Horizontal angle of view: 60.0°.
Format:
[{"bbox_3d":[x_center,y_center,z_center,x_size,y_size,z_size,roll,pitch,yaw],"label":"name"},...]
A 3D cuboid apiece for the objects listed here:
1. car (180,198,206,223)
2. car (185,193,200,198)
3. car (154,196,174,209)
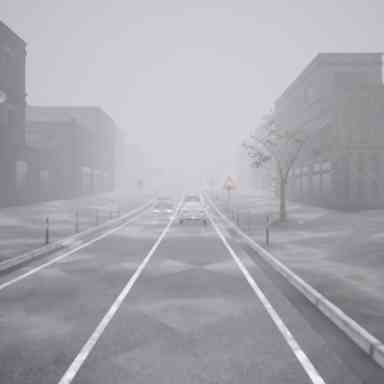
[{"bbox_3d":[0.082,1.424,24.492,1.812,1.442,4.674,0,1,0],"label":"car"},{"bbox_3d":[0.065,0.816,42.416,2.163,1.488,4.792,0,3,0],"label":"car"},{"bbox_3d":[-3.123,1.129,37.448,1.895,1.301,4.718,0,2,0],"label":"car"}]
